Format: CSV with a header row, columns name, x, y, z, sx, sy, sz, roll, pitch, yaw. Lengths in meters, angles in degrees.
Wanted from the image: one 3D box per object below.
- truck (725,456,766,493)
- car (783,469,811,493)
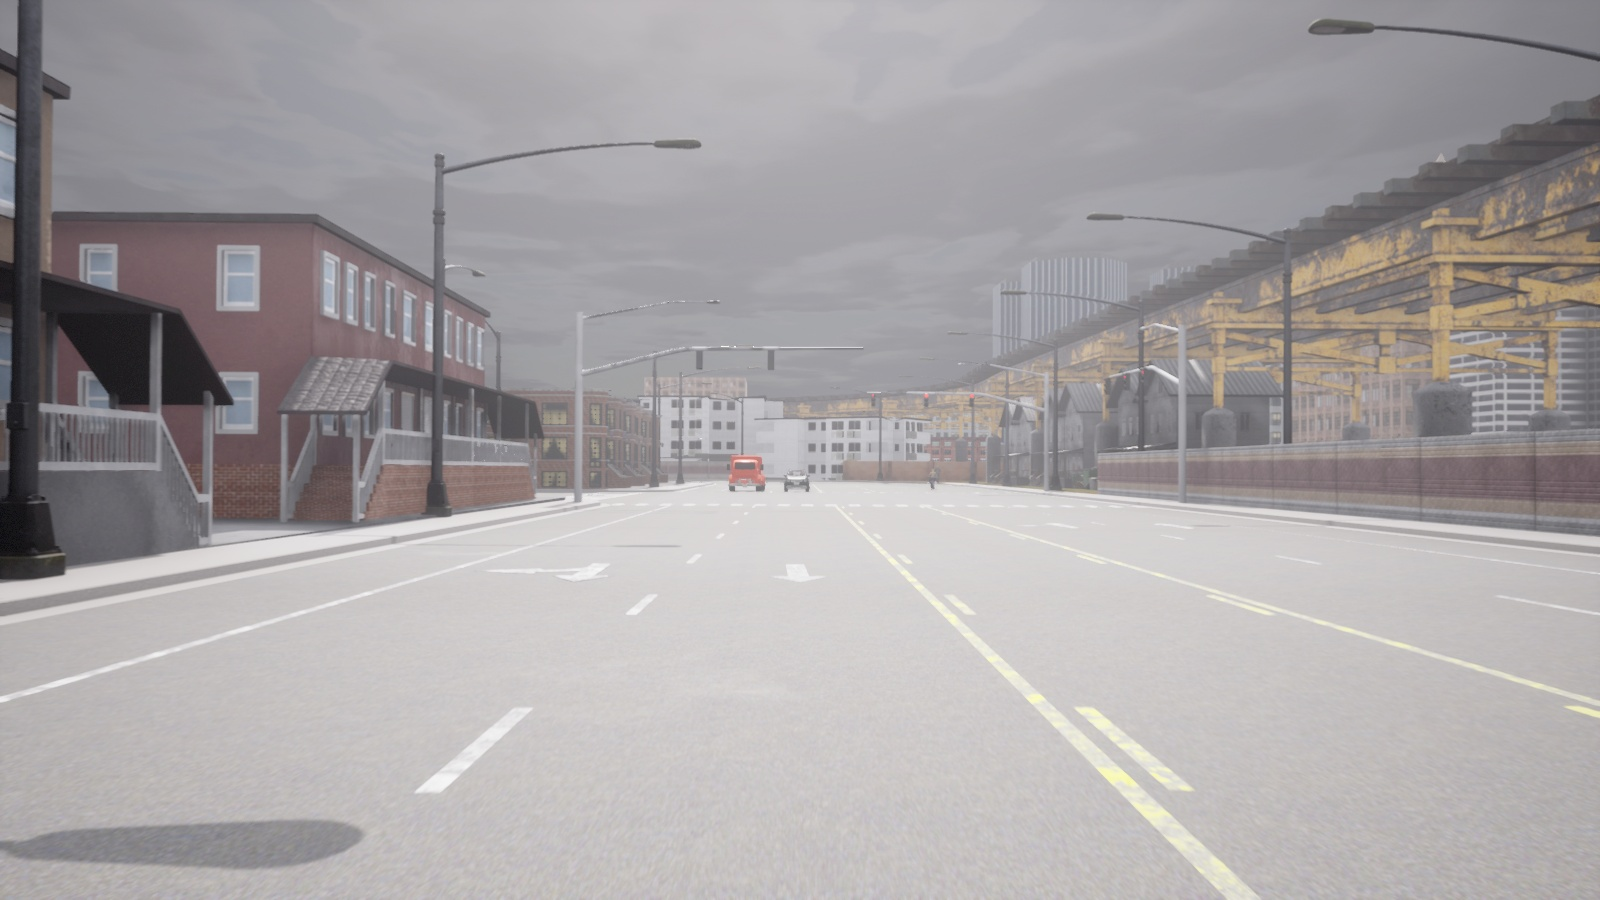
name,x,y,z,sx,sy,sz,roll,pitch,yaw
truck,-3.707,1.659,87.078,2.627,2.467,5.204,0,-1,0
car,-0.200,2.081,84.981,1.789,1.549,3.705,0,-1,0
